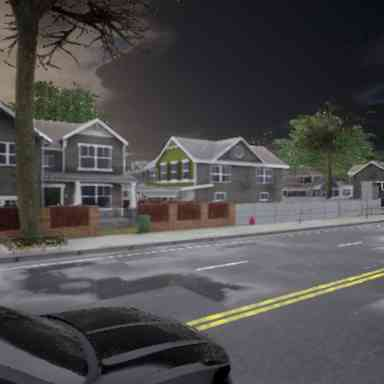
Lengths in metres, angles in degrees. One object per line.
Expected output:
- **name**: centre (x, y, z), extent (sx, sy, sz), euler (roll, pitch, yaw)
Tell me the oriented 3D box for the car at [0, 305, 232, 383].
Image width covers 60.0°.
- **car**: centre (-1.920, 1.477, 2.068), extent (5.008, 1.535, 1.882), euler (0, 0, -35)
